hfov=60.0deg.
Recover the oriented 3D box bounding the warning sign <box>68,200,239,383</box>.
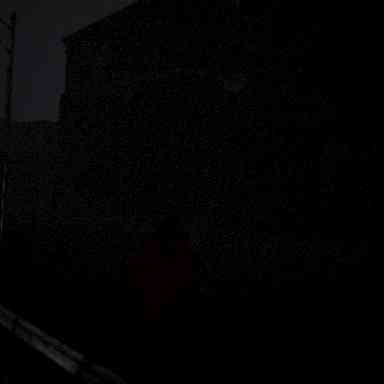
[{"bbox_3d":[-0.387,1.131,3.786,1.060,1.860,1.300,8,-1,39],"label":"warning sign"}]
